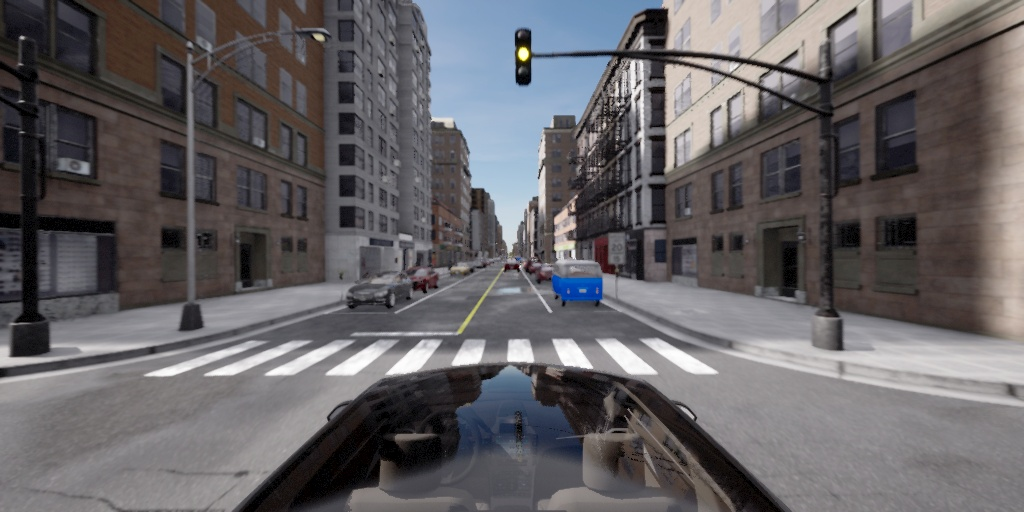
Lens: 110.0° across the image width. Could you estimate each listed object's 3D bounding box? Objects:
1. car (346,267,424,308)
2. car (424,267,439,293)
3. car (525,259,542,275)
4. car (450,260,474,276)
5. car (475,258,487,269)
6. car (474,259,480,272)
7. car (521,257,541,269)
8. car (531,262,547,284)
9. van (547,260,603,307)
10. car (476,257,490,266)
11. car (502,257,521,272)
[{"bbox_3d":[-5.393,1.330,15.145,2.007,1.370,4.403,0,0,0],"label":"car"},{"bbox_3d":[-5.394,1.326,20.826,1.888,1.381,4.507,0,0,0],"label":"car"},{"bbox_3d":[2.626,1.310,37.881,1.802,1.307,4.207,0,0,0],"label":"car"},{"bbox_3d":[-5.399,1.307,37.703,1.751,1.417,4.829,0,0,0],"label":"car"},{"bbox_3d":[-5.404,1.340,54.918,1.948,1.339,4.313,0,0,0],"label":"car"},{"bbox_3d":[-5.401,1.345,43.555,1.948,1.339,4.313,0,0,0],"label":"car"},{"bbox_3d":[2.624,1.040,43.563,2.192,1.841,5.009,0,0,0],"label":"car"},{"bbox_3d":[2.629,1.310,26.518,1.802,1.307,4.207,0,0,0],"label":"car"},{"bbox_3d":[2.632,1.067,15.156,1.690,1.789,3.998,0,0,0],"label":"van"},{"bbox_3d":[-5.406,1.086,60.600,2.192,1.841,5.009,0,0,0],"label":"car"},{"bbox_3d":[-0.019,1.220,44.868,1.882,1.535,5.008,0,0,0],"label":"car"}]
